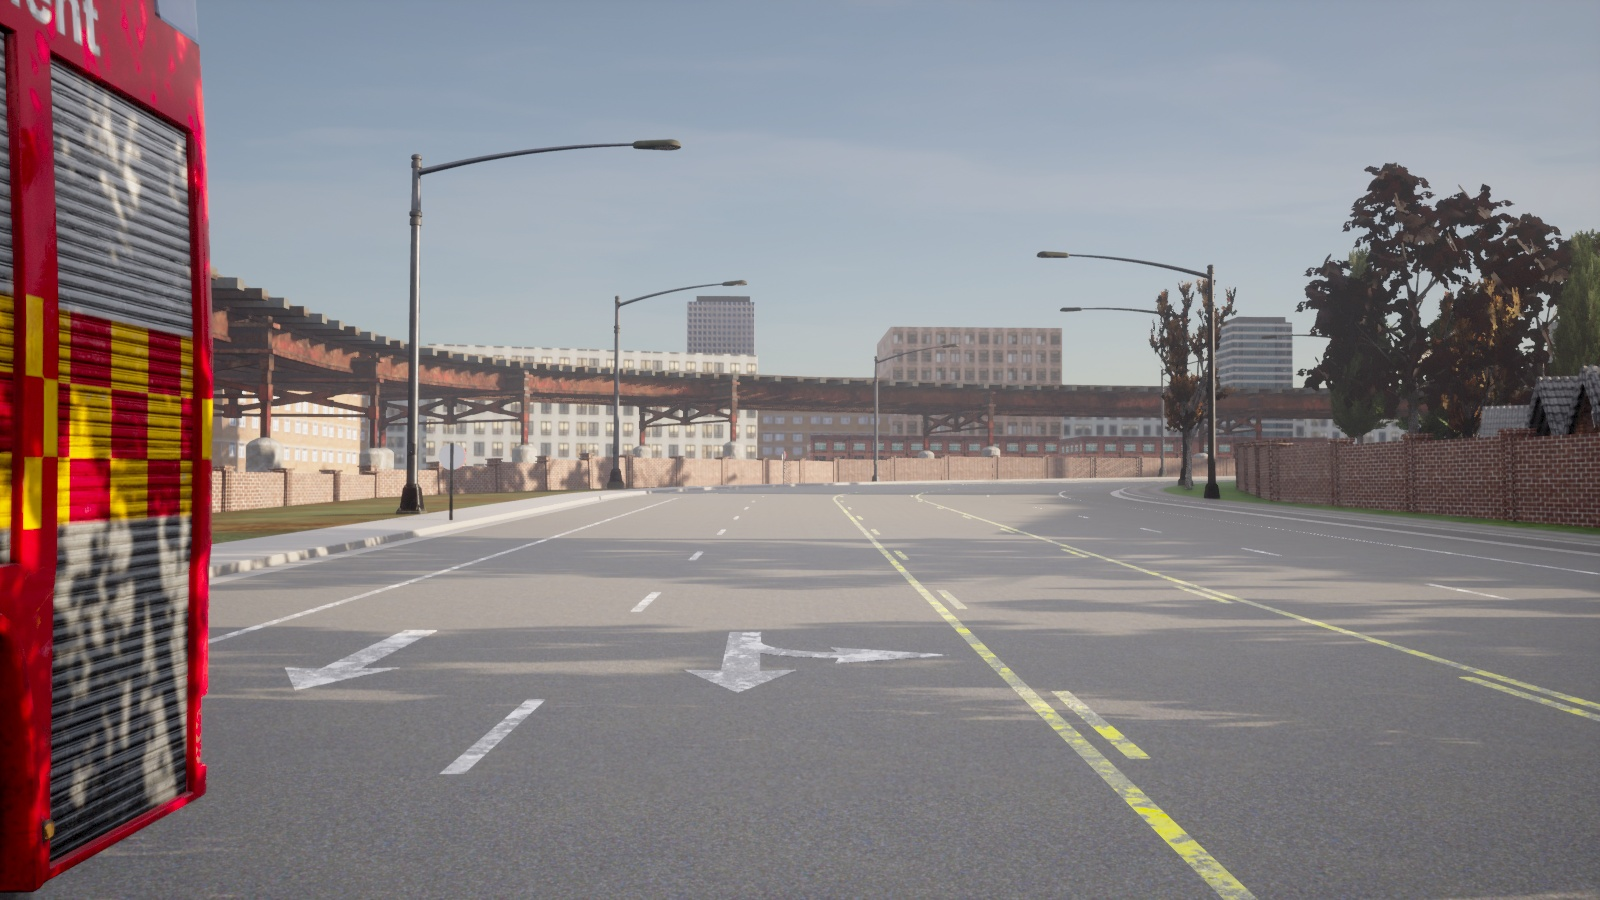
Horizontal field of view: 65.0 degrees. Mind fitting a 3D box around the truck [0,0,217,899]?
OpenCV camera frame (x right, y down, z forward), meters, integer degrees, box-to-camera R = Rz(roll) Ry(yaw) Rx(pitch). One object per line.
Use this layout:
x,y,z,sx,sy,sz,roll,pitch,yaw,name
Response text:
-3.504,-0.332,0.213,2.891,3.827,8.468,0,-1,0,truck
